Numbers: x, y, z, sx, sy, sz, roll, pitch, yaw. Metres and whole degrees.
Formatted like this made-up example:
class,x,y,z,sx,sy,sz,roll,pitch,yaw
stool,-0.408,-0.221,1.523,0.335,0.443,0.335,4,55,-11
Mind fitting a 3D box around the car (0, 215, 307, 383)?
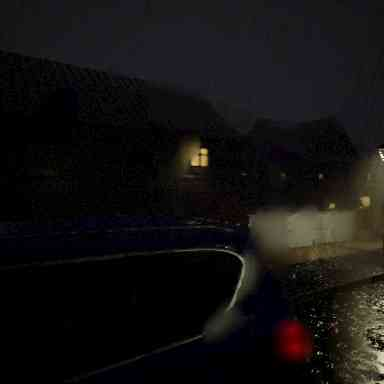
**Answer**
class,x,y,z,sx,sy,sz,roll,pitch,yaw
car,-1.743,1.217,1.810,5.566,2.045,2.150,1,0,-35
